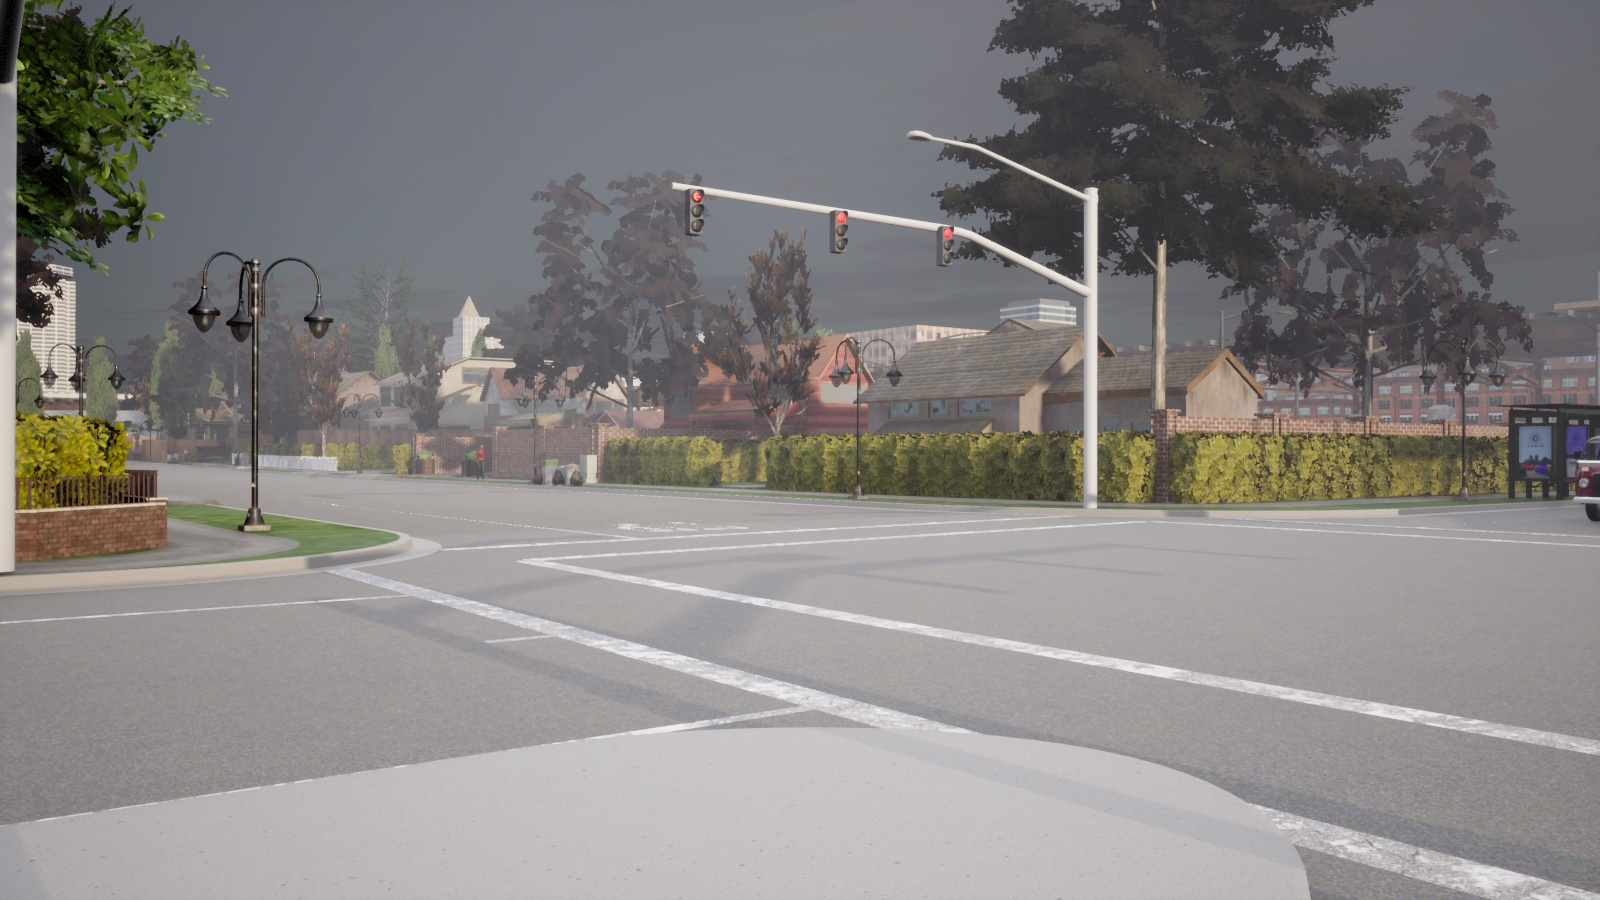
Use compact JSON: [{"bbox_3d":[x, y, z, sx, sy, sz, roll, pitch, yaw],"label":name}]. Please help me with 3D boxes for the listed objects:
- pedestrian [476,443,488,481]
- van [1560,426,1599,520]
[{"bbox_3d":[-15.729,0.593,62.081,0.331,1.846,0.636,0,0,-36],"label":"pedestrian"},{"bbox_3d":[19.198,0.497,28.227,4.480,2.038,2.069,0,0,-37],"label":"van"}]
